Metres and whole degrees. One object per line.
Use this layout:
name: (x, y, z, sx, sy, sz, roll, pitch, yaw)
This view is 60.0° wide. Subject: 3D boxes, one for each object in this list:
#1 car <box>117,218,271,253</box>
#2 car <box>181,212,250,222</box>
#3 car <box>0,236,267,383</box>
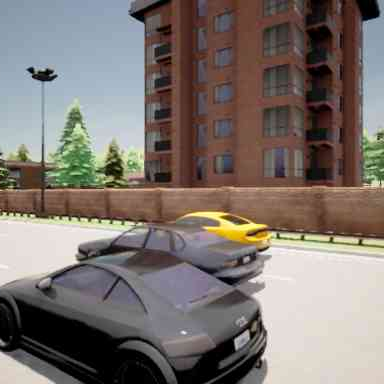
car: (-0.829, 1.550, 8.882, 5.357, 1.411, 2.033, 0, 0, 36)
car: (0.381, 1.481, 12.317, 5.008, 1.535, 1.882, 0, 0, 36)
car: (-1.089, 1.566, 4.764, 4.181, 1.385, 1.994, 0, 0, 36)
